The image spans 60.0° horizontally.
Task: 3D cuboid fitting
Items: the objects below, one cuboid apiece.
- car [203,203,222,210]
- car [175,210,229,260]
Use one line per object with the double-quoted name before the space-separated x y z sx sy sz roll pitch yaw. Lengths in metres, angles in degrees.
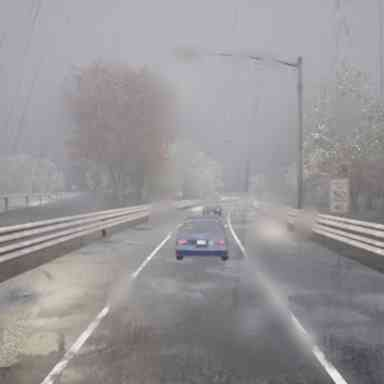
"car" 2.238 1.828 35.477 1.895 1.301 4.718 0 0 7
"car" 0.416 1.635 12.878 2.033 1.411 5.357 0 0 3
